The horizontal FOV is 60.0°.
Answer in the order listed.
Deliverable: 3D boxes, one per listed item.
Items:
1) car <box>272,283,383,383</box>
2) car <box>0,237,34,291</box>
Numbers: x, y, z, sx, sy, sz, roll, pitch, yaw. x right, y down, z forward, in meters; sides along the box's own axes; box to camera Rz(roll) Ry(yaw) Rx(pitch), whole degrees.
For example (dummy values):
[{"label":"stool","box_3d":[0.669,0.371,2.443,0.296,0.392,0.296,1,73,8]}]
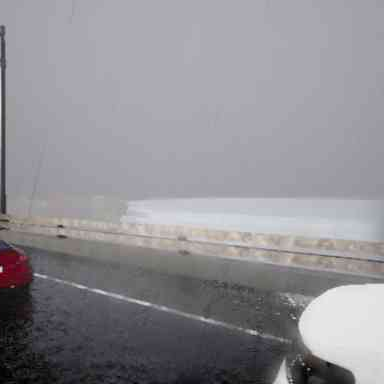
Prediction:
[{"label":"car","box_3d":[3.216,1.221,1.573,5.566,2.045,2.150,0,0,35]},{"label":"car","box_3d":[-5.635,1.574,7.923,4.181,1.385,1.994,0,0,36]}]
